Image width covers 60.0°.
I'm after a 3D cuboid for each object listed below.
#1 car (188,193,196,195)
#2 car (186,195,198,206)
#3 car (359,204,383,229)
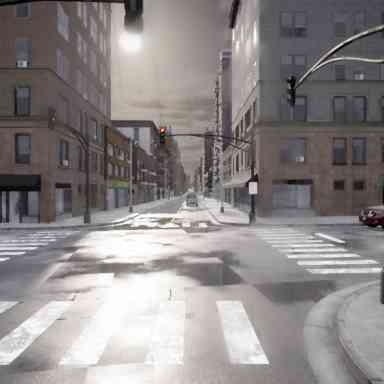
[{"bbox_3d":[-0.038,1.290,70.764,2.150,2.045,5.566,0,0,0],"label":"car"},{"bbox_3d":[-0.006,1.586,55.782,2.033,1.411,5.357,0,0,-1],"label":"car"},{"bbox_3d":[12.053,1.123,18.445,5.009,1.841,2.192,-1,1,0],"label":"car"}]
